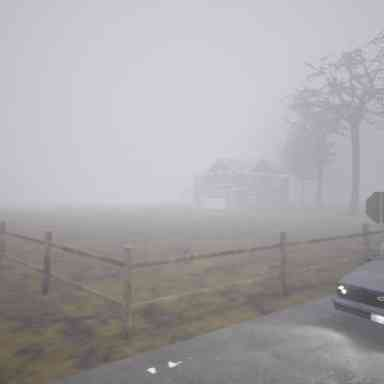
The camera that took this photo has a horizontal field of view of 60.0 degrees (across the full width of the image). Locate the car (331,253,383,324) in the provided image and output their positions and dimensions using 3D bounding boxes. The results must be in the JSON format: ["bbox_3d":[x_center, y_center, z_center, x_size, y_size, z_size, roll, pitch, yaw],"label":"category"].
[{"bbox_3d":[5.091,1.599,6.724,5.357,1.411,2.033,0,-1,-35],"label":"car"}]
